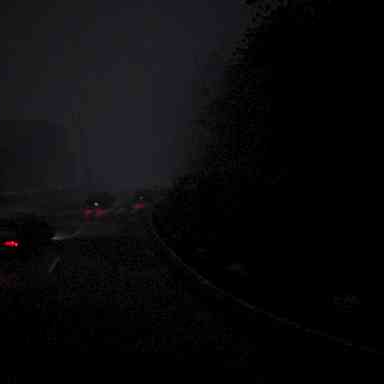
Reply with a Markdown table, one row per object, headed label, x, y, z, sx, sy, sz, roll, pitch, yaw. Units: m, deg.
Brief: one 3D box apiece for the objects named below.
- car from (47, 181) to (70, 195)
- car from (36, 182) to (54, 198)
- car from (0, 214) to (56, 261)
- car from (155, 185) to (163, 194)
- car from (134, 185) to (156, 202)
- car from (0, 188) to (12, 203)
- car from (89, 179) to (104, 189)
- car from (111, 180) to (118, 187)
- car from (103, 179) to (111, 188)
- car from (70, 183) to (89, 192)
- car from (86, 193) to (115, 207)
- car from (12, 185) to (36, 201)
| label | x | y | z | sx | sy | sz | roll | pitch | yaw |
| --- | --- | --- | --- | --- | --- | --- | --- | --- | --- |
| car | -20.966 | -0.632 | 50.142 | 2.435 | 2.045 | 5.566 | 0 | 3 | -1 |
| car | -20.866 | -0.115 | 44.351 | 1.946 | 1.575 | 5.366 | 0 | 3 | -1 |
| car | -6.336 | 1.496 | 11.949 | 2.033 | 1.411 | 5.357 | 1 | 1 | -12 |
| car | -6.026 | -0.482 | 57.750 | 2.033 | 1.411 | 5.357 | 0 | 3 | -1 |
| car | -5.743 | 0.316 | 39.733 | 1.837 | 1.490 | 4.892 | 0 | 3 | -1 |
| car | -20.677 | 0.400 | 33.317 | 1.946 | 1.575 | 5.366 | 0 | 3 | -1 |
| car | -21.369 | -1.407 | 72.260 | 2.231 | 1.521 | 4.892 | 0 | 3 | -1 |
| car | -21.695 | -2.099 | 87.152 | 2.231 | 1.521 | 4.892 | 0 | 3 | 0 |
| car | -21.467 | -1.914 | 77.732 | 2.435 | 2.045 | 5.566 | 0 | 3 | -1 |
| car | -21.173 | -0.864 | 61.187 | 2.163 | 1.488 | 4.792 | 0 | 3 | -1 |
| car | -8.836 | 0.716 | 32.641 | 1.895 | 1.301 | 4.718 | 0 | 3 | -2 |
| car | -20.767 | 0.142 | 38.833 | 1.946 | 1.575 | 5.366 | 0 | 3 | -1 |
